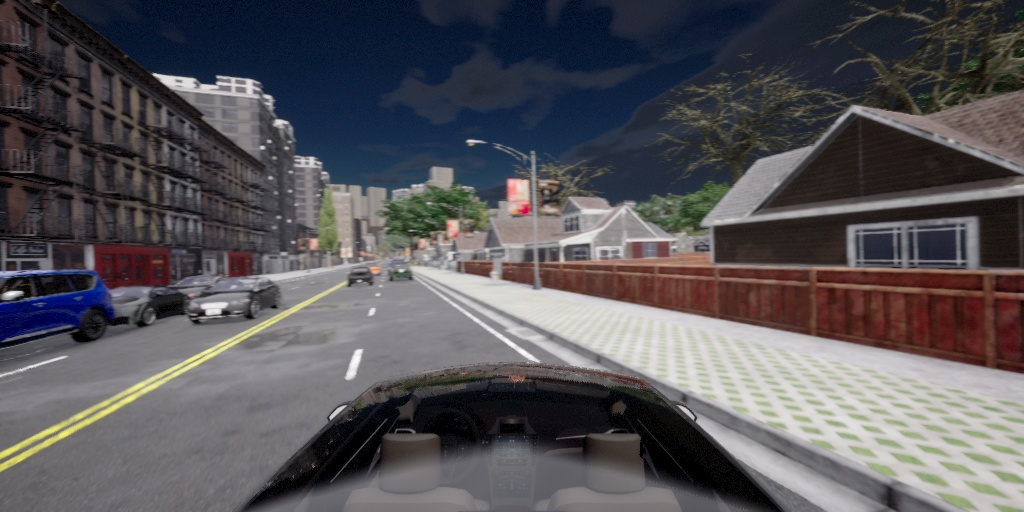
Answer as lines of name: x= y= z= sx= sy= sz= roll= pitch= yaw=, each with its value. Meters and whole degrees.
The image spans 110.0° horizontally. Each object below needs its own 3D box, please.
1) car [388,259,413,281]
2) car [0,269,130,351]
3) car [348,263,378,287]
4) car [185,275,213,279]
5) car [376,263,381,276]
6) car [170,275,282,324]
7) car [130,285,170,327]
car: x=-10.867 y=1.436 z=35.051 sx=2.097 sy=1.767 sz=4.553 roll=-2 pitch=0 yaw=-18
car: x=-12.206 y=1.375 z=8.265 sx=2.150 sy=2.045 sz=5.566 roll=-2 pitch=0 yaw=-19
car: x=-12.376 y=1.648 z=29.586 sx=1.837 sy=1.490 sz=4.892 roll=-2 pitch=1 yaw=-19
car: x=-15.482 y=1.747 z=17.959 sx=2.128 sy=1.511 sz=4.902 roll=-2 pitch=0 yaw=-19
car: x=-17.833 y=1.654 z=45.578 sx=2.097 sy=1.767 sz=4.553 roll=-2 pitch=0 yaw=-19
car: x=-10.673 y=1.607 z=14.181 sx=2.128 sy=1.511 sz=4.902 roll=-2 pitch=0 yaw=-19
car: x=-13.745 y=1.788 z=13.134 sx=1.994 sy=1.385 sz=4.181 roll=-2 pitch=0 yaw=-19
